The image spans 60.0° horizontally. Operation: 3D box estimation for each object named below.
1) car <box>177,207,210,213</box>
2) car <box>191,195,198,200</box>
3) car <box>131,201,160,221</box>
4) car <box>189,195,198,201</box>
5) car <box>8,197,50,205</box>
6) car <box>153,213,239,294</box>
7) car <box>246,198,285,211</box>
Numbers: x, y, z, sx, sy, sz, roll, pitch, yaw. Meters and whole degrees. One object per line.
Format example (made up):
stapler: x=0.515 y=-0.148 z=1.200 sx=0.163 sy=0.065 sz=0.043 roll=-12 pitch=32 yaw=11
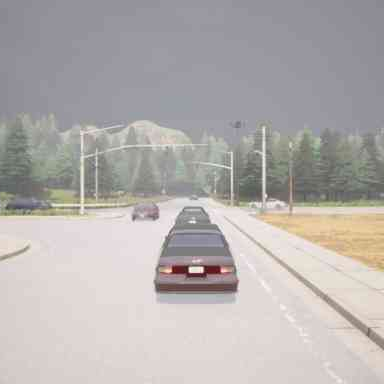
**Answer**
car: x=0.078 y=1.538 z=19.513 sx=1.994 sy=1.385 sz=4.181 roll=0 pitch=0 yaw=1
car: x=0.686 y=1.433 z=91.776 sx=1.994 sy=1.385 sz=4.181 roll=0 pitch=0 yaw=2
car: x=-3.673 y=1.505 z=26.819 sx=1.812 sy=1.442 sz=4.674 roll=0 pitch=0 yaw=0
car: x=0.313 y=1.490 z=81.797 sx=1.895 sy=1.301 sz=4.718 roll=0 pitch=0 yaw=2
car: x=-18.018 y=1.389 z=37.088 sx=4.553 sy=1.767 sz=2.097 roll=0 pitch=0 yaw=1
car: x=0.088 y=1.539 z=8.907 sx=2.033 sy=1.411 sz=5.357 roll=0 pitch=0 yaw=0
car: x=8.898 y=1.475 z=40.266 sx=4.674 sy=1.442 sz=1.812 roll=0 pitch=0 yaw=1
